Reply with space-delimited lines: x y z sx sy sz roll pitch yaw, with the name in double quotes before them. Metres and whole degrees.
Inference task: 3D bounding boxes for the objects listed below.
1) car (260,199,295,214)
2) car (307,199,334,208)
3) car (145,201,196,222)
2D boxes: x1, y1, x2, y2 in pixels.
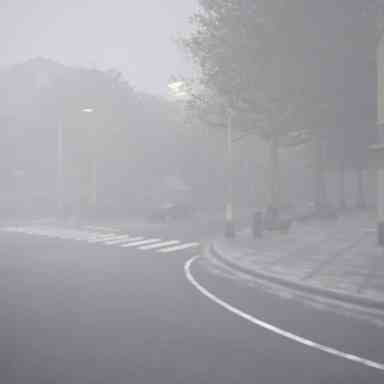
"car" 9.603 1.498 35.997 2.128 1.511 4.902 0 0 36
"car" 18.207 1.607 46.956 4.718 1.301 1.895 0 0 -43
"car" -1.615 1.484 26.391 1.882 1.535 5.008 0 0 35
